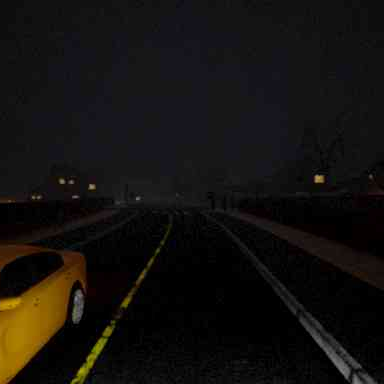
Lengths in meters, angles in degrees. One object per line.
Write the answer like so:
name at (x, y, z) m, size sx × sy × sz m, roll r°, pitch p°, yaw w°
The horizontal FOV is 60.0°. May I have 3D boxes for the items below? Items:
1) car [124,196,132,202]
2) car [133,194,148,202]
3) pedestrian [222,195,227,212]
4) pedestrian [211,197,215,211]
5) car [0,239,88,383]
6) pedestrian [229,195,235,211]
car at (-16.801, 1.888, 88.418) m, size 1.882 × 1.535 × 5.008 m, roll 0°, pitch 0°, yaw -20°
car at (-13.049, 1.597, 86.312) m, size 2.150 × 2.045 × 5.566 m, roll 0°, pitch 0°, yaw -22°
pedestrian at (3.461, 1.168, 35.773) m, size 0.375 × 1.860 × 0.375 m, roll -1°, pitch 1°, yaw -6°
pedestrian at (2.345, 1.183, 36.866) m, size 0.375 × 1.860 × 0.375 m, roll -1°, pitch 1°, yaw -6°
car at (-2.840, 1.477, 4.117) m, size 1.882 × 1.535 × 5.008 m, roll 0°, pitch 0°, yaw 0°
pedestrian at (4.395, 1.188, 36.472) m, size 0.375 × 1.860 × 0.375 m, roll -1°, pitch 1°, yaw -6°
